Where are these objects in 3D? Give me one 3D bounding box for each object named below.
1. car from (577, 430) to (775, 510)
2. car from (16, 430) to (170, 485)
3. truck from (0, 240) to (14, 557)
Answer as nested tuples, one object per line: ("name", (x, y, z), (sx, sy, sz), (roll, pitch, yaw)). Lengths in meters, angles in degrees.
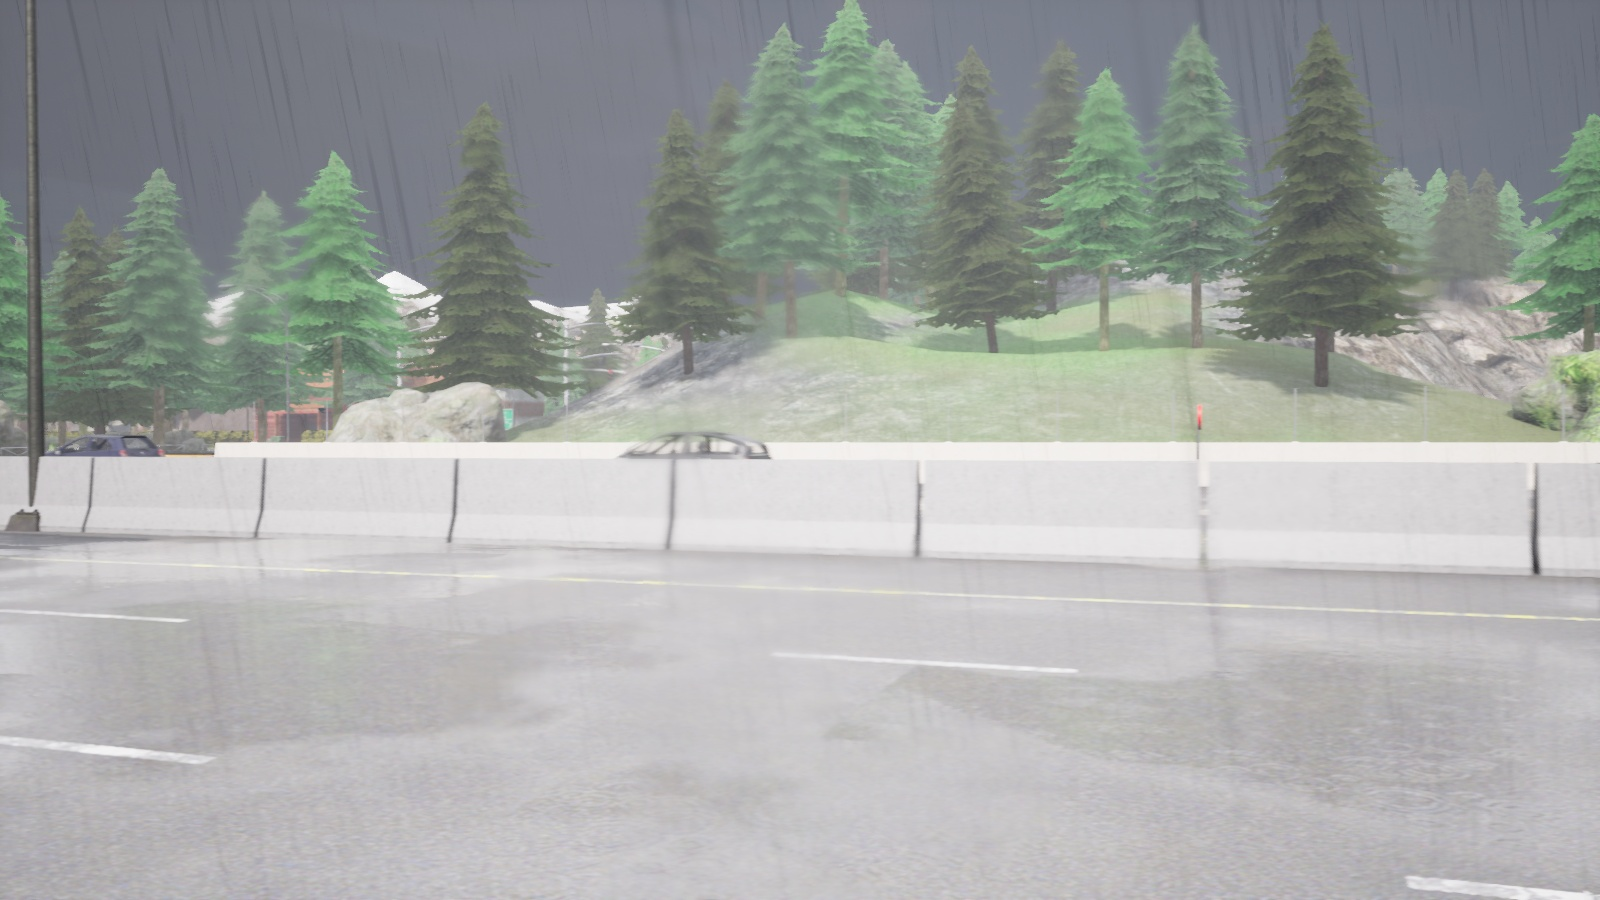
("car", (-2.572, 0.376, 26.213), (3.705, 1.549, 1.789), (1, 1, 19))
("car", (-20.149, 0.191, 35.820), (3.633, 1.501, 1.845), (1, 1, 19))
("truck", (-14.066, -0.636, 15.294), (8.468, 3.827, 2.891), (1, 1, 19))
